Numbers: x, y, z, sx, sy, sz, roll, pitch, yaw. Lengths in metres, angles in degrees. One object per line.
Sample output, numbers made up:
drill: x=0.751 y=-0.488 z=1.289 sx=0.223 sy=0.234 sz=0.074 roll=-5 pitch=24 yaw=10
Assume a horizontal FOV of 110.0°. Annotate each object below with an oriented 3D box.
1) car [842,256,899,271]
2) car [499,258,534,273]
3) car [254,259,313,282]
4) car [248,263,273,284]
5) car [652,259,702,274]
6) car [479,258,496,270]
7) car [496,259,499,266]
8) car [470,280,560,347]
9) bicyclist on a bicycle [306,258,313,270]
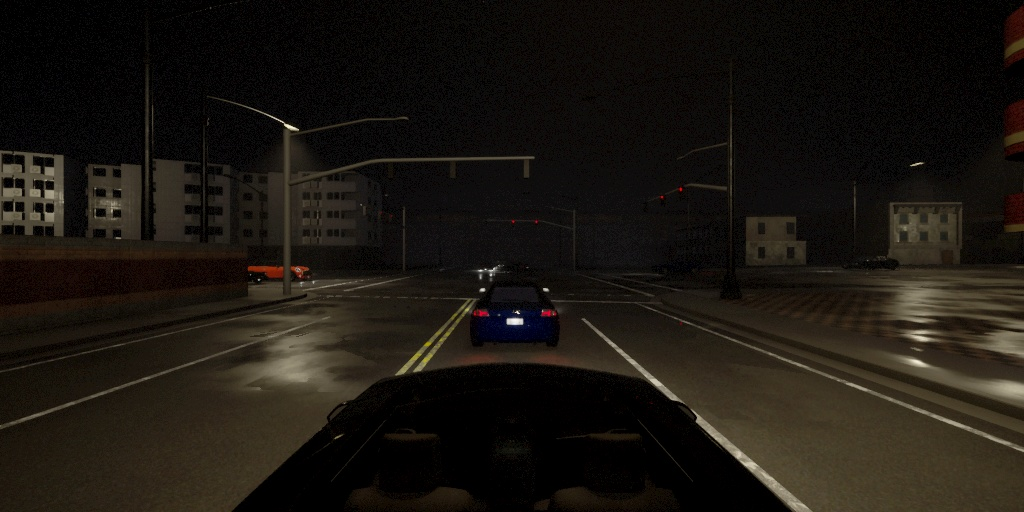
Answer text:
car: x=37.629 y=0.783 z=37.714 sx=4.902 sy=1.511 sz=2.128 roll=-1 pitch=0 yaw=1
car: x=0.731 y=1.310 z=42.648 sx=1.994 sy=1.385 sz=4.181 roll=0 pitch=0 yaw=-33
car: x=-18.463 y=1.102 z=28.582 sx=4.553 sy=1.767 sz=2.097 roll=0 pitch=0 yaw=0
car: x=-19.921 y=1.351 z=25.132 sx=4.718 sy=1.301 sz=1.895 roll=0 pitch=0 yaw=1
car: x=17.453 y=1.096 z=38.050 sx=5.008 sy=1.535 sz=1.882 roll=-1 pitch=0 yaw=0
car: x=-3.746 y=1.255 z=53.710 sx=1.837 sy=1.490 sz=4.892 roll=0 pitch=0 yaw=0
car: x=-3.753 y=1.276 z=63.080 sx=1.812 sy=1.442 sz=4.674 roll=0 pitch=0 yaw=0
car: x=0.063 y=1.314 z=9.357 sx=1.994 sy=1.385 sz=4.181 roll=0 pitch=0 yaw=0
bicyclist on a bicycle: x=-25.562 y=1.051 z=45.223 sx=0.582 sy=1.620 sz=1.656 roll=0 pitch=0 yaw=0
